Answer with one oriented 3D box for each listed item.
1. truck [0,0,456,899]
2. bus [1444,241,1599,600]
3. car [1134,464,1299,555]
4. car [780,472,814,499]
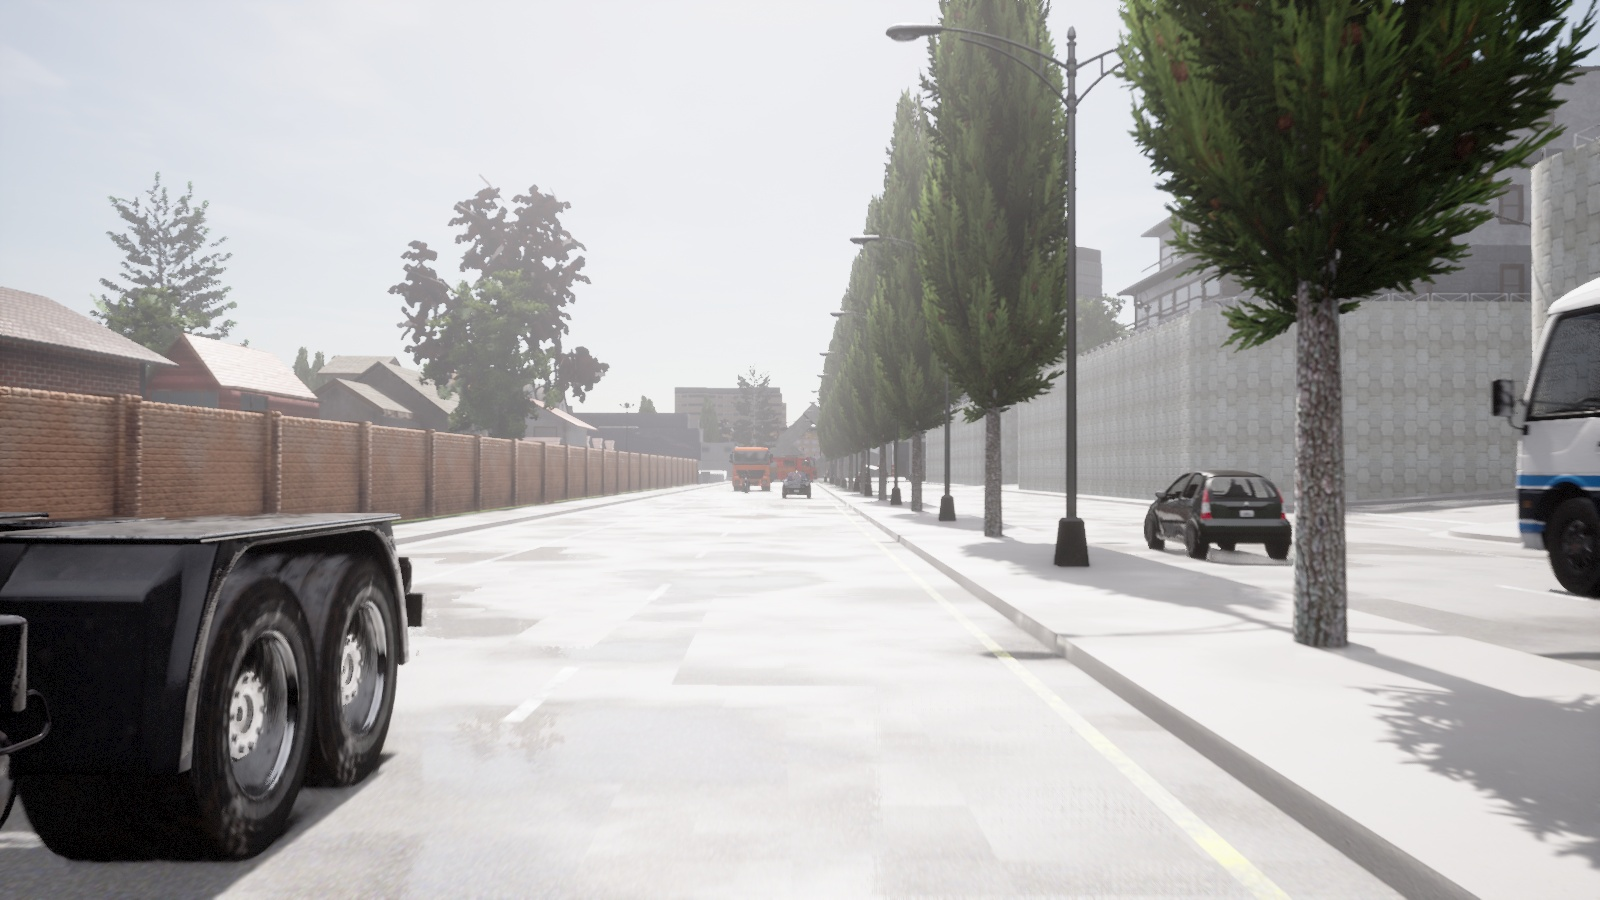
[{"bbox_3d":[-3.513,-0.093,3.602,2.891,3.462,7.936,0,-1,0],"label":"truck"},{"bbox_3d":[11.462,-0.385,13.292,3.944,4.253,10.273,0,-1,0],"label":"bus"},{"bbox_3d":[7.940,1.089,24.345,1.851,1.617,3.988,0,-1,0],"label":"car"},{"bbox_3d":[-0.174,2.032,71.819,1.845,1.501,3.633,0,-1,0],"label":"car"}]
